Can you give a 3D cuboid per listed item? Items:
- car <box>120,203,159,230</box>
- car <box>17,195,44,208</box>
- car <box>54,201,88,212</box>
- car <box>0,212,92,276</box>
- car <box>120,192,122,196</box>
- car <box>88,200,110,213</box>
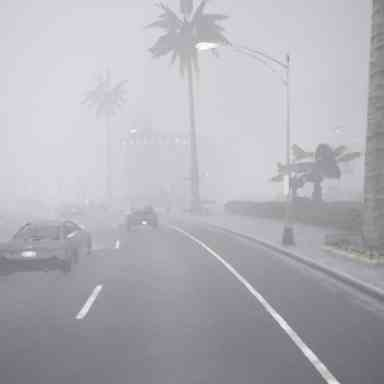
[{"bbox_3d":[-3.307,1.457,20.739,1.837,1.490,4.892,0,0,-16],"label":"car"},{"bbox_3d":[-22.574,1.485,46.357,4.181,1.385,1.994,0,0,35],"label":"car"},{"bbox_3d":[-10.907,1.507,29.497,1.994,1.385,4.181,0,0,-30],"label":"car"},{"bbox_3d":[-4.418,1.545,10.447,1.994,1.385,4.181,0,0,-8],"label":"car"},{"bbox_3d":[-16.810,1.251,77.663,4.674,1.452,2.002,0,0,20],"label":"car"},{"bbox_3d":[-10.414,1.529,35.121,1.895,1.301,4.718,0,0,-36],"label":"car"}]
